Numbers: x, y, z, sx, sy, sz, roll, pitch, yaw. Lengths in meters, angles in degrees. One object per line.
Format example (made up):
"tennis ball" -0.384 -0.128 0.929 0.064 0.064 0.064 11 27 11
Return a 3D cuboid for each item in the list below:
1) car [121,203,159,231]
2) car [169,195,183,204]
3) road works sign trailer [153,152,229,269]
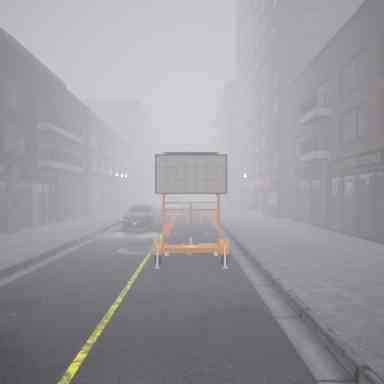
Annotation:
"car" -3.167 1.511 20.913 1.837 1.490 4.892 0 0 0
"car" -3.260 1.538 63.163 2.128 1.511 4.902 0 0 0
"road works sign trailer" -0.029 0.466 11.182 2.380 3.560 2.880 0 0 0
